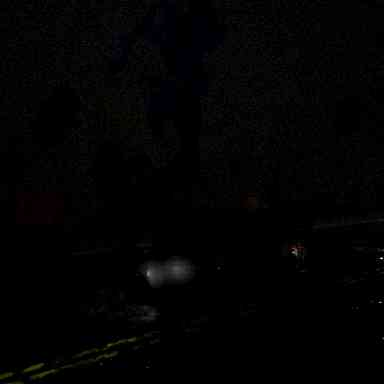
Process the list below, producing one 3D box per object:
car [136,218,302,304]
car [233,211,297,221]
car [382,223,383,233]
[{"bbox_3d":[0.747,1.562,8.223,4.181,1.385,1.994,0,0,-36],"label":"car"},{"bbox_3d":[2.533,1.520,13.502,4.674,1.442,1.812,0,0,-35],"label":"car"},{"bbox_3d":[10.782,1.578,15.396,4.718,1.301,1.895,0,0,-35],"label":"car"}]
